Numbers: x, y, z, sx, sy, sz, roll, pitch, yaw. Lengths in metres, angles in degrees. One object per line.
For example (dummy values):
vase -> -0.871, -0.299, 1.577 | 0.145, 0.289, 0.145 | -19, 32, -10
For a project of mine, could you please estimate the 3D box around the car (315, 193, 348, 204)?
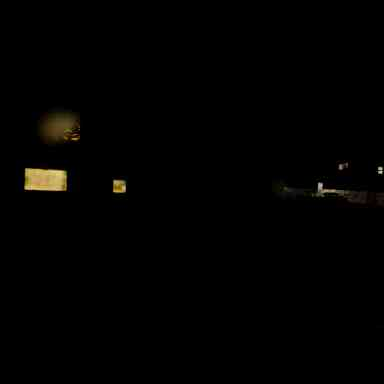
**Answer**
car -> 14.908, 0.779, 36.213 | 2.033, 1.411, 5.357 | 1, 2, -3
